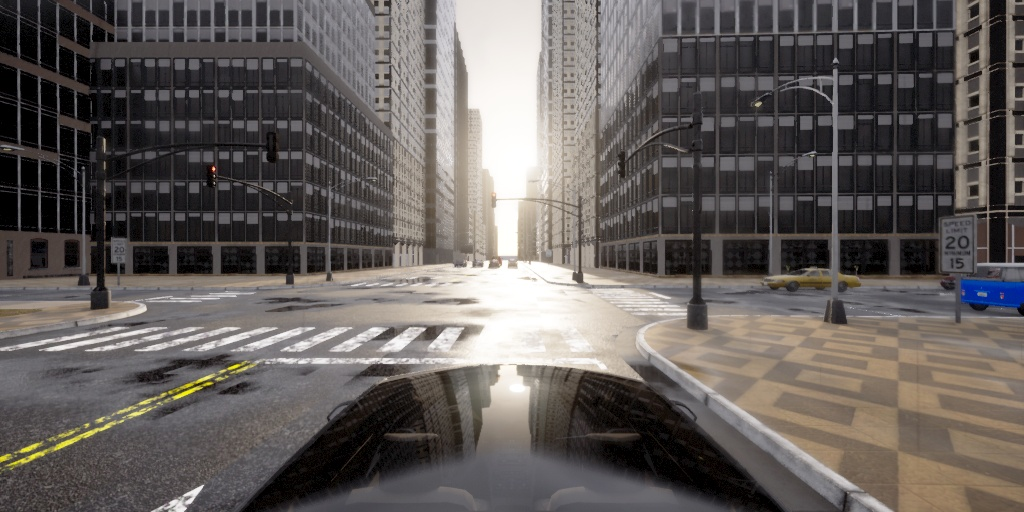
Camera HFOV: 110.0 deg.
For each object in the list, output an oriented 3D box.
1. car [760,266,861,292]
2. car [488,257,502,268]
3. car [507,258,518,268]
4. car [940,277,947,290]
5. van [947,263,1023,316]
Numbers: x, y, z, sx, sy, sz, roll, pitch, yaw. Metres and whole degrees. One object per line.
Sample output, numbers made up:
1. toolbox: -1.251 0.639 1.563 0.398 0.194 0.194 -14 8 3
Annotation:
1. car: 17.127 1.293 20.709 4.829 1.417 1.751 0 0 2
2. car: -3.117 1.386 63.337 1.812 1.442 4.674 0 0 0
3. car: 0.133 1.408 63.330 2.033 1.411 5.357 0 0 0
4. car: 26.960 1.356 20.202 4.207 1.307 1.802 0 0 2
5. van: 18.380 1.119 12.534 3.998 1.789 1.690 0 0 2
